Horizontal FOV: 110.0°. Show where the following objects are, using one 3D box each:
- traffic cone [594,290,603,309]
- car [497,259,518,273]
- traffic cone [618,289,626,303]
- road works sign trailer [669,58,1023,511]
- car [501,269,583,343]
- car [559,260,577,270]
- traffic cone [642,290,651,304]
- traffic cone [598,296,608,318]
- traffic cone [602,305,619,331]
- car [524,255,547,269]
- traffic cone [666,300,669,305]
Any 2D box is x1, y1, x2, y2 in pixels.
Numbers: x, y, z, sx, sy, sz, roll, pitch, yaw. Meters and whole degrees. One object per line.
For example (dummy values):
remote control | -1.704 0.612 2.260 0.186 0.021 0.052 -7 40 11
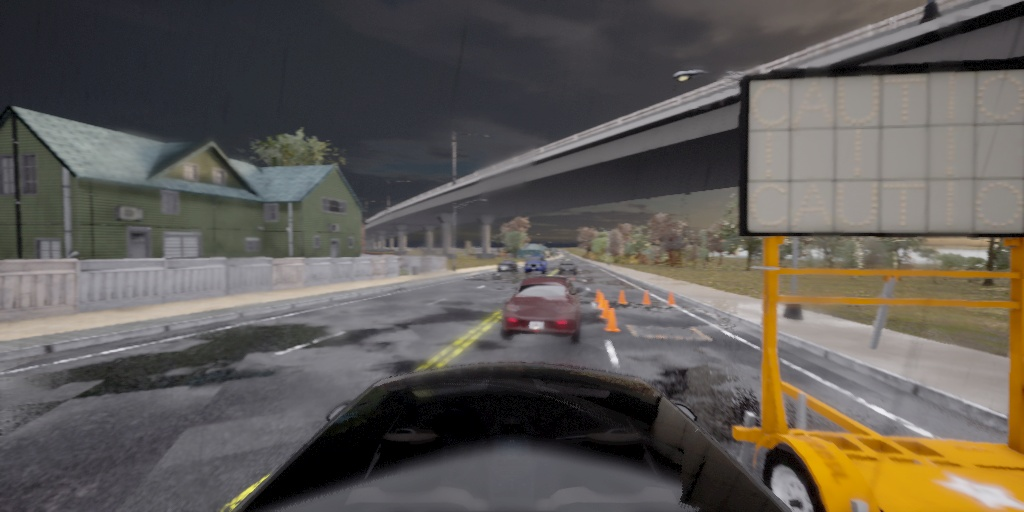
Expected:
traffic cone | 3.429 1.720 13.739 0.340 0.580 0.340 0 0 10
car | -0.445 1.151 40.651 2.128 1.511 4.902 1 0 10
traffic cone | 4.765 1.733 15.531 0.340 0.580 0.340 0 0 10
road works sign trailer | 3.066 0.249 3.061 2.380 3.560 2.880 0 0 7
car | 0.918 1.268 9.694 1.812 1.442 4.674 1 0 10
car | 6.189 1.235 39.834 2.128 1.511 4.902 1 0 10
traffic cone | 5.748 1.745 15.356 0.340 0.580 0.340 0 0 10
traffic cone | 3.078 1.720 11.769 0.340 0.580 0.340 0 0 10
traffic cone | 2.727 1.720 9.801 0.340 0.580 0.340 0 0 10
car | 2.703 0.920 39.785 2.150 2.045 5.566 1 0 10
traffic cone | 6.733 1.758 15.182 0.340 0.580 0.340 0 0 11
